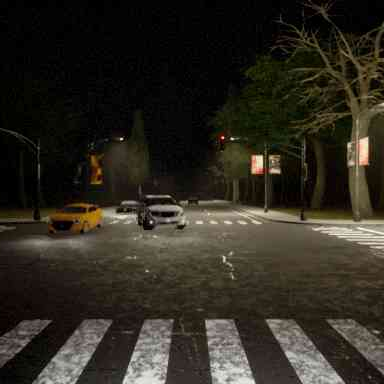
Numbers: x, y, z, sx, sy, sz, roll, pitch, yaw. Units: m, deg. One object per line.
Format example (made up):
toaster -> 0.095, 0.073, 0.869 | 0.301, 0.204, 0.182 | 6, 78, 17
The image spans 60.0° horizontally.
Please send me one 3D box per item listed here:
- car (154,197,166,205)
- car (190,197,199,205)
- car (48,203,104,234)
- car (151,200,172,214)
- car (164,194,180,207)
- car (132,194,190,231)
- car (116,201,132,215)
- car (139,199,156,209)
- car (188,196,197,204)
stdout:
car -> -6.363, 1.832, 66.938 | 2.033, 1.411, 5.357 | 0, 0, 0
car -> 0.227, 1.673, 62.258 | 2.128, 1.511, 4.902 | 0, 0, 0
car -> -6.560, 1.445, 19.259 | 1.882, 1.535, 5.008 | 0, 0, 0
car -> -3.275, 1.628, 36.425 | 1.895, 1.301, 4.718 | 0, 0, 0
car -> -3.227, 1.342, 54.139 | 2.150, 2.045, 5.566 | 0, -1, 0
car -> -2.112, 1.208, 20.789 | 2.150, 2.045, 5.566 | 0, 0, -17
car -> -6.528, 1.587, 34.512 | 1.994, 1.385, 4.181 | 0, 0, 0
car -> -6.495, 1.684, 48.997 | 1.895, 1.301, 4.718 | 0, 0, 0
car -> 0.197, 1.740, 72.625 | 1.882, 1.535, 5.008 | 0, 0, 0
